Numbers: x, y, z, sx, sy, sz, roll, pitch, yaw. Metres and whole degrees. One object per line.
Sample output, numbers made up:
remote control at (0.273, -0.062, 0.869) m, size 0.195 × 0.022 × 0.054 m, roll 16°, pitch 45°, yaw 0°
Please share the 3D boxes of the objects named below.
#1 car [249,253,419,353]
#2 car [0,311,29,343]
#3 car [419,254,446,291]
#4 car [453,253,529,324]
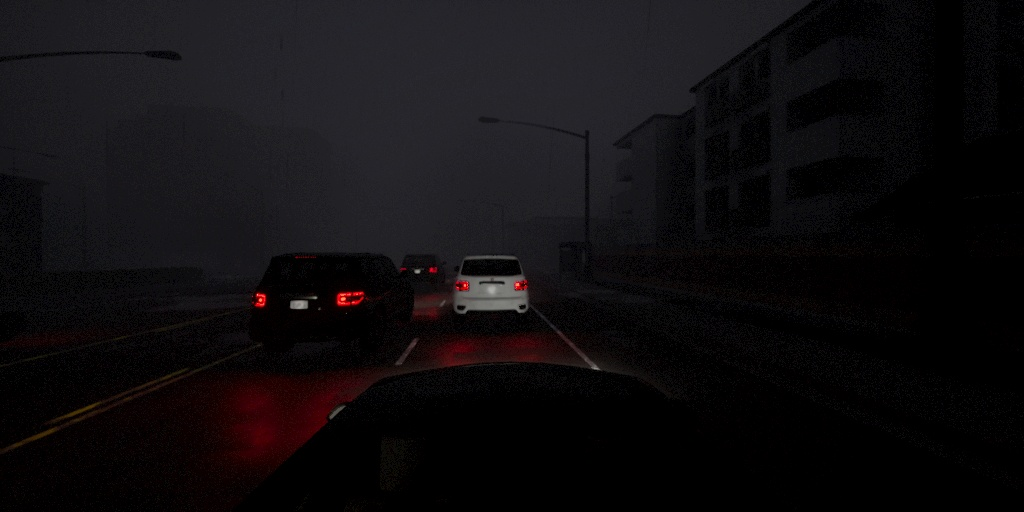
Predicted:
car at (-3.975, 0.948, 8.978) m, size 2.150 × 2.045 × 5.566 m, roll 0°, pitch 0°, yaw -5°
car at (-10.856, 1.358, 5.136) m, size 1.895 × 1.301 × 4.718 m, roll 0°, pitch 0°, yaw -4°
car at (-5.179, 0.901, 21.242) m, size 2.150 × 2.045 × 5.566 m, roll 0°, pitch 0°, yaw -6°
car at (-0.751, 0.931, 11.969) m, size 2.150 × 2.045 × 5.566 m, roll 0°, pitch 0°, yaw -5°
